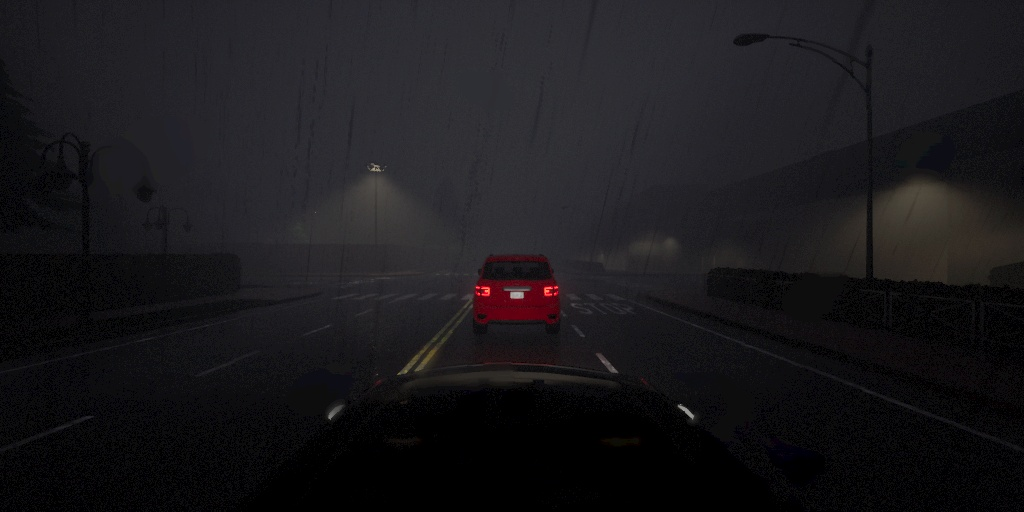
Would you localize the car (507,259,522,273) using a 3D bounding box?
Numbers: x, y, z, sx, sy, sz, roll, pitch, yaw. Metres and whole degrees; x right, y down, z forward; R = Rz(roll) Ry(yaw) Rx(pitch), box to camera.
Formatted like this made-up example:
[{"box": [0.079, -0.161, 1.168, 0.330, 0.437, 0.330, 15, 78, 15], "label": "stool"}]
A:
[{"box": [0.338, 1.228, 45.572, 1.882, 1.535, 5.008, 0, 0, 1], "label": "car"}]

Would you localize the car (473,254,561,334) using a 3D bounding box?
[{"box": [0.118, 0.971, 10.719, 2.150, 2.045, 5.566, 0, 0, 0], "label": "car"}]
